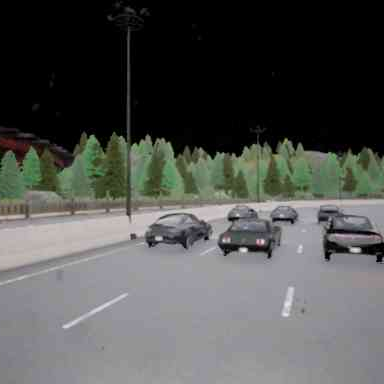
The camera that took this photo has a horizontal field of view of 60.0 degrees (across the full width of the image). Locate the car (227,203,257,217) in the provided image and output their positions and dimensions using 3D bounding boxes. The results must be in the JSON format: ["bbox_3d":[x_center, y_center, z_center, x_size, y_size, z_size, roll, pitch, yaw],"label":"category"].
[{"bbox_3d":[4.488,1.870,29.118,1.994,1.385,4.181,0,-1,22],"label":"car"}]

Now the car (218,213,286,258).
[{"bbox_3d":[2.550,1.744,13.598,1.895,1.301,4.718,0,-1,20],"label":"car"}]

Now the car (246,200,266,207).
[{"bbox_3d":[13.499,2.323,69.740,1.895,1.301,4.718,-1,-1,43],"label":"car"}]

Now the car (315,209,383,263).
[{"bbox_3d":[5.933,1.623,12.659,2.128,1.511,4.902,0,-1,20],"label":"car"}]

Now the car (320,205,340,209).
[{"bbox_3d":[11.069,1.782,26.744,1.837,1.490,4.892,0,0,22],"label":"car"}]

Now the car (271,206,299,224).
[{"bbox_3d":[7.794,1.855,27.973,1.994,1.385,4.181,0,-1,22],"label":"car"}]

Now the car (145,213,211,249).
[{"bbox_3d":[-0.519,1.690,15.388,1.812,1.442,4.674,0,0,20],"label":"car"}]
